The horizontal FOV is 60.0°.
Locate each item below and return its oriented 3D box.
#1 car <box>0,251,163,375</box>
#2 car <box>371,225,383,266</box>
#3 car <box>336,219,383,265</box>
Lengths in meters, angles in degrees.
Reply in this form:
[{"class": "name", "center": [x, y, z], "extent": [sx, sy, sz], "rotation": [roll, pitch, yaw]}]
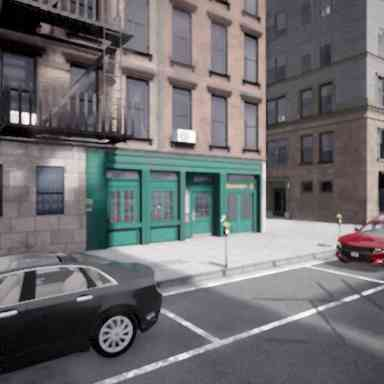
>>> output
[{"class": "car", "center": [-2.502, 1.551, 4.406], "extent": [4.403, 1.369, 2.008], "rotation": [0, 0, -35]}, {"class": "car", "center": [6.286, 1.501, 7.546], "extent": [4.892, 1.490, 1.837], "rotation": [0, 0, -35]}, {"class": "car", "center": [6.477, 1.540, 10.799], "extent": [4.507, 1.381, 1.887], "rotation": [0, 0, -35]}]
